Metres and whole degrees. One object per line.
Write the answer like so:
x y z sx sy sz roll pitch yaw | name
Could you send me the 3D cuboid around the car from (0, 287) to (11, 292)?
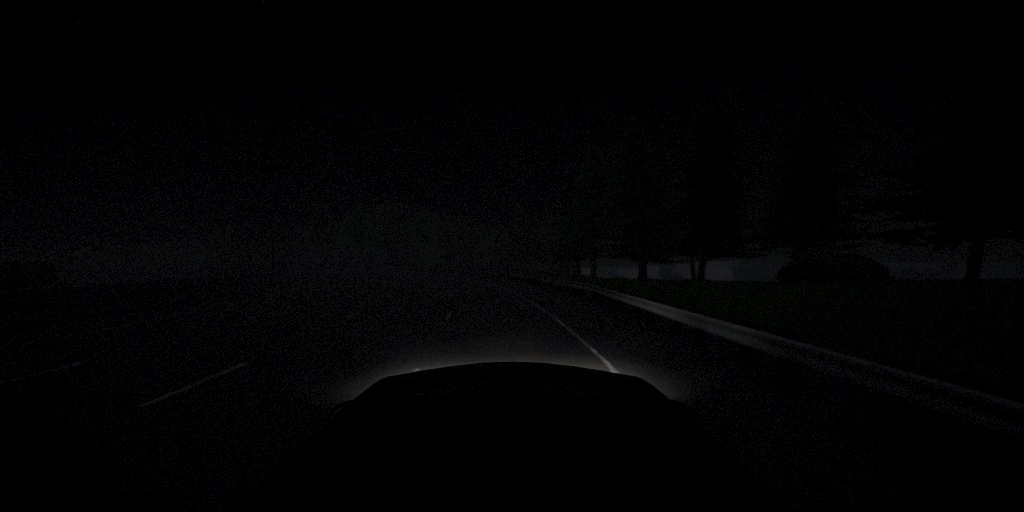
-21.666 1.688 12.986 2.128 1.511 4.902 -1 0 -8 | car
